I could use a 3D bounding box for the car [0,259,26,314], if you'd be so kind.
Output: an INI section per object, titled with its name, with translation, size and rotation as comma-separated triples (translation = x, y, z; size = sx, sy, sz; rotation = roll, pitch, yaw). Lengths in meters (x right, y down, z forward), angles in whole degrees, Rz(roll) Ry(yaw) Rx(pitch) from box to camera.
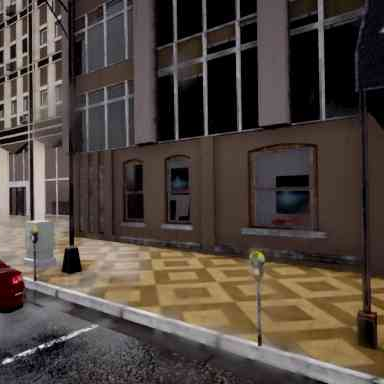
[car]
translation = -4.784, 1.584, 6.300
size = 4.206, 1.307, 1.802
rotation = 0, -1, 36
